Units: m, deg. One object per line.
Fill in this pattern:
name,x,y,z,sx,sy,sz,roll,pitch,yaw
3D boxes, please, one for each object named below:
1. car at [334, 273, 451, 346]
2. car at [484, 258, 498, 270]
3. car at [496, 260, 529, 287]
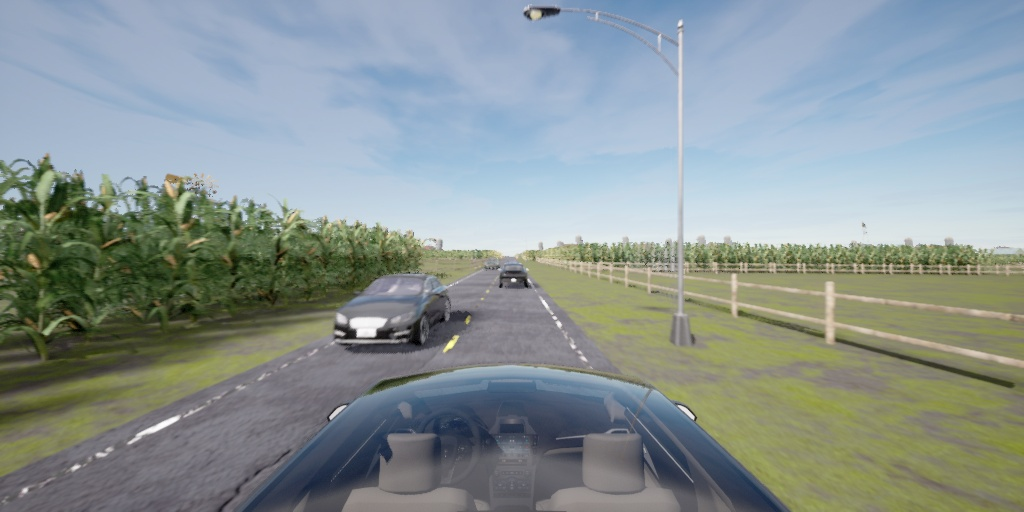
car,-2.849,1.241,9.478,2.128,1.511,4.902,0,0,0
car,-2.812,1.075,51.340,2.097,1.767,4.553,0,0,0
car,0.101,1.249,24.491,1.837,1.490,4.892,0,0,0
